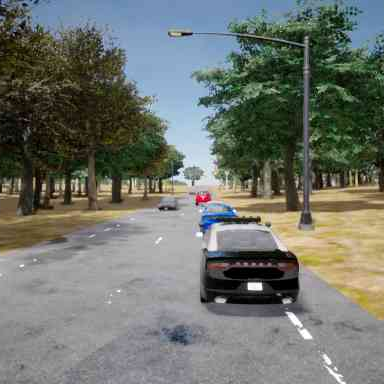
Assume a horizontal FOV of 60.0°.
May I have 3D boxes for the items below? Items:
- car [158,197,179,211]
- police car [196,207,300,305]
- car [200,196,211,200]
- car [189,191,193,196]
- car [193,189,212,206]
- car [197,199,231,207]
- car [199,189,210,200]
[{"bbox_3d":[-2.461,1.266,35.993,2.033,1.411,5.357,0,1,3],"label":"car"},{"bbox_3d":[1.129,1.409,8.303,1.930,1.638,5.238,0,0,1],"label":"police car"},{"bbox_3d":[1.673,1.315,24.300,1.801,1.575,5.366,0,1,3],"label":"car"},{"bbox_3d":[0.124,0.326,91.857,1.895,1.301,4.718,0,1,3],"label":"car"},{"bbox_3d":[1.624,0.805,46.168,2.150,2.045,5.566,0,1,3],"label":"car"},{"bbox_3d":[1.408,1.401,18.132,1.882,1.535,5.008,0,1,2],"label":"car"},{"bbox_3d":[2.500,0.466,67.364,2.150,2.045,5.566,0,1,3],"label":"car"}]
